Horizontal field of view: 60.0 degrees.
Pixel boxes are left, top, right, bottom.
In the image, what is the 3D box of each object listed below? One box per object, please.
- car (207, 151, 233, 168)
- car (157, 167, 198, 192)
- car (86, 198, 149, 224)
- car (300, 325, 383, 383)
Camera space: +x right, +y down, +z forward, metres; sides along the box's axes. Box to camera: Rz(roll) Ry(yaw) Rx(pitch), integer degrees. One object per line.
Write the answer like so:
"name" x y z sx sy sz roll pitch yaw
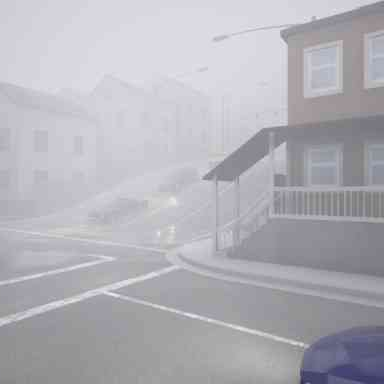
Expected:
"car" 3.515 -3.731 37.090 1.882 1.535 5.008 0 13 35
"car" -1.275 -1.268 30.157 1.837 1.490 4.892 0 20 34
"car" -5.361 1.256 24.187 1.895 1.301 4.718 0 12 34
"car" 2.981 1.526 1.838 4.674 1.442 1.812 0 0 36
